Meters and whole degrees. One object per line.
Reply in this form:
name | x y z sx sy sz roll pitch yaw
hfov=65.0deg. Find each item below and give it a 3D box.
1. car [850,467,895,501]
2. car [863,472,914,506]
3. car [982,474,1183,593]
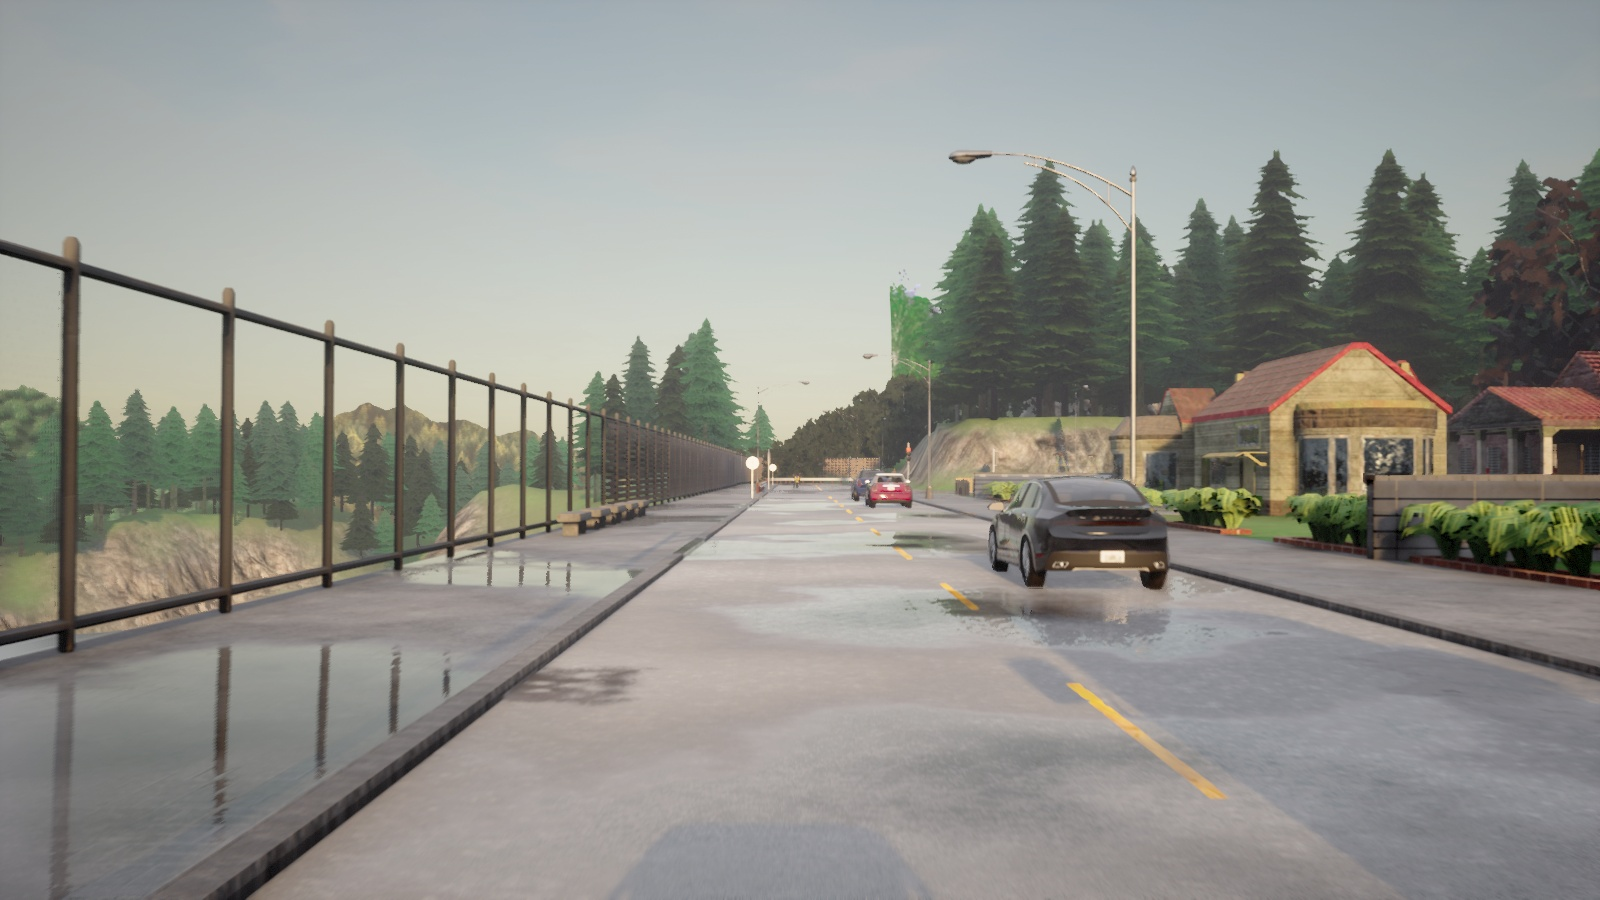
car | 3.846 1.784 67.271 2.097 1.767 4.553 0 -1 0
car | 3.871 1.690 55.282 1.970 1.475 3.806 0 -1 0
car | 3.955 1.113 18.450 1.837 1.490 4.892 0 -1 0
